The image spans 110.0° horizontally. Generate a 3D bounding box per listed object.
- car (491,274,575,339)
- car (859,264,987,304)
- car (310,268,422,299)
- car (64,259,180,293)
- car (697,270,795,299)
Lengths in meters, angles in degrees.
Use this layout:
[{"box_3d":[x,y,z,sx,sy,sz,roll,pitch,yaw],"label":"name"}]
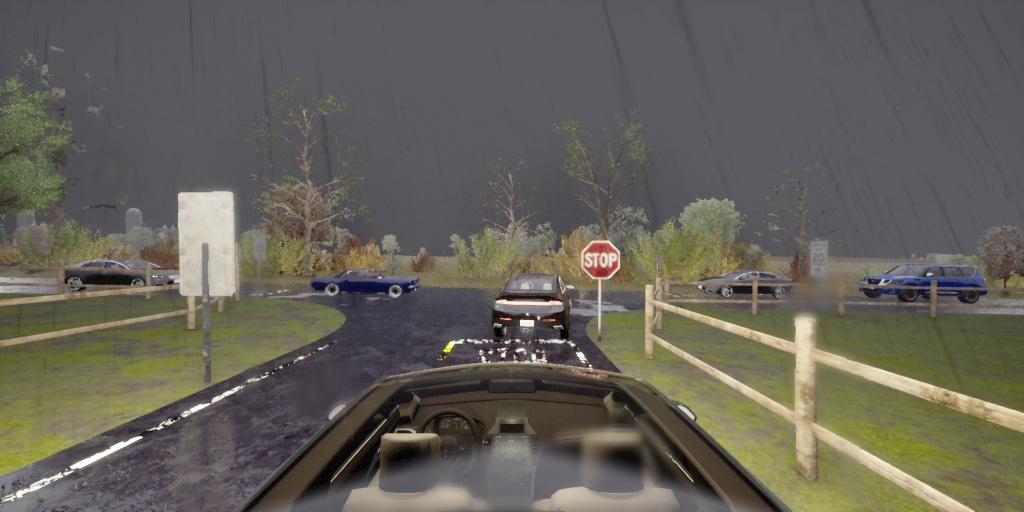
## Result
[{"box_3d":[0.708,1.240,10.141,2.128,1.511,4.902,0,0,9],"label":"car"},{"box_3d":[22.904,1.466,20.082,5.566,2.045,2.150,1,1,0],"label":"car"},{"box_3d":[-6.818,1.248,17.174,4.718,1.301,1.895,1,1,0],"label":"car"},{"box_3d":[-18.486,0.885,17.194,4.902,1.511,2.128,1,1,0],"label":"car"},{"box_3d":[13.008,1.525,20.096,4.902,1.511,2.128,1,1,0],"label":"car"}]
